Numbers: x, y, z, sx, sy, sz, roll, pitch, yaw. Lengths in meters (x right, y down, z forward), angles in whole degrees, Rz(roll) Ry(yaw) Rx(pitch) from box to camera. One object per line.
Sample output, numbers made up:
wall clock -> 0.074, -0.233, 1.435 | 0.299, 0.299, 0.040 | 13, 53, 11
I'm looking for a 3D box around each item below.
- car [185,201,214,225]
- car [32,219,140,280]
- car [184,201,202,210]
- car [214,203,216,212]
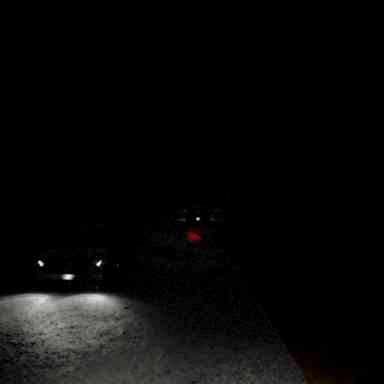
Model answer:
car -> 0.532, 1.630, 25.342 | 1.837, 1.490, 4.892 | 0, -1, 3
car -> -2.815, 1.566, 10.247 | 2.033, 1.411, 5.357 | 0, 0, 0
car -> 0.227, 2.082, 52.150 | 2.033, 1.411, 5.357 | 0, -1, 9
car -> 2.000, 1.864, 43.078 | 2.128, 1.511, 4.902 | 0, -1, 6
